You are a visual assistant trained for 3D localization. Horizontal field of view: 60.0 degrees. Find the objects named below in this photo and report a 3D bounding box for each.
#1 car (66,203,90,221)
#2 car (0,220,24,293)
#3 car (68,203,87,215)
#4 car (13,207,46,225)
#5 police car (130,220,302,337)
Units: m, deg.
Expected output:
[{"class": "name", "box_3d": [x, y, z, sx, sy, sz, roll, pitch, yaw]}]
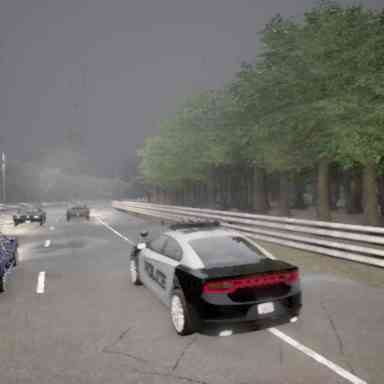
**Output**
[{"class": "car", "box_3d": [-10.320, 1.727, 30.088, 2.128, 1.511, 4.902, -1, -1, -19]}, {"class": "car", "box_3d": [-5.641, 1.660, 8.544, 1.895, 1.301, 4.718, -1, 0, -23]}, {"class": "car", "box_3d": [-14.049, 2.025, 40.847, 1.994, 1.385, 4.181, -1, -1, -16]}, {"class": "car", "box_3d": [-12.288, 1.822, 25.466, 1.895, 1.301, 4.718, -1, -1, -20]}, {"class": "police car", "box_3d": [0.003, 1.418, 6.996, 1.930, 1.638, 5.238, -1, 0, -23]}]
